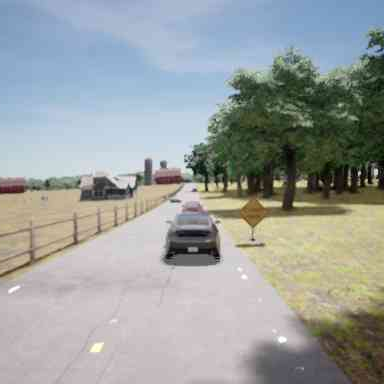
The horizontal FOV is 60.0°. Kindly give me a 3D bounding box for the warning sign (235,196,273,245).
[{"bbox_3d":[2.474,1.114,13.488,1.300,1.860,1.060,1,1,0],"label":"warning sign"}]

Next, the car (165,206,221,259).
[{"bbox_3d":[0.049,1.505,12.630,1.837,1.490,4.892,0,0,0],"label":"car"}]

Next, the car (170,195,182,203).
[{"bbox_3d":[-2.784,1.204,56.883,1.895,1.301,4.718,0,1,1],"label":"car"}]

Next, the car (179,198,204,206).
[{"bbox_3d":[0.062,1.499,28.266,1.812,1.442,4.674,0,1,1],"label":"car"}]
